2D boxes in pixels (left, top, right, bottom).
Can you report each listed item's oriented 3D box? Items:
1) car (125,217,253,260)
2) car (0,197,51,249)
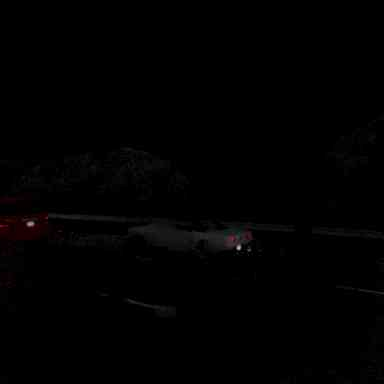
[{"bbox_3d":[-0.263,1.593,12.472,4.718,1.301,1.895,0,0,33],"label":"car"},{"bbox_3d":[-8.037,1.229,13.200,5.566,2.045,2.150,0,0,31],"label":"car"}]
